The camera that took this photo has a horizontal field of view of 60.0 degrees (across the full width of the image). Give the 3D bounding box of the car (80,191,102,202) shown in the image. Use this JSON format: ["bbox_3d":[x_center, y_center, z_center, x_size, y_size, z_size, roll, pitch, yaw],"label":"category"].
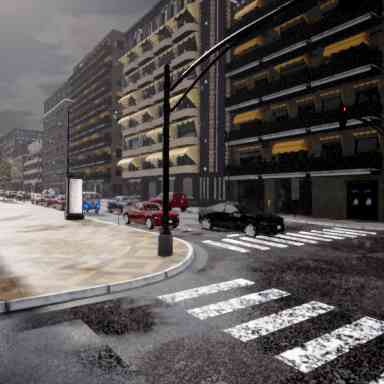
[{"bbox_3d":[-15.672,0.710,51.423,1.967,1.590,4.097,2,0,-36],"label":"car"}]

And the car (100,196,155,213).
[{"bbox_3d":[-5.439,1.099,27.557,2.128,1.511,4.902,1,0,-36],"label":"car"}]

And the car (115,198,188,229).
[{"bbox_3d":[-2.433,1.261,19.061,1.887,1.381,4.507,2,0,-36],"label":"car"}]

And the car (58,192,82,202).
[{"bbox_3d":[-18.890,0.763,51.413,2.033,1.411,5.357,1,0,-36],"label":"car"}]

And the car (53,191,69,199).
[{"bbox_3d":[-25.779,0.529,65.268,1.752,1.417,4.829,2,0,-36],"label":"car"}]

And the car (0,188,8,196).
[{"bbox_3d":[-42.440,-0.022,73.893,2.192,1.841,5.009,2,0,-36],"label":"car"}]

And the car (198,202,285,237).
[{"bbox_3d":[2.410,1.295,17.179,1.882,1.535,5.008,1,1,-40],"label":"car"}]

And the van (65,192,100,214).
[{"bbox_3d":[-9.095,0.881,28.200,1.690,1.788,3.998,2,0,-36],"label":"van"}]

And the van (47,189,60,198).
[{"bbox_3d":[-29.007,0.260,69.700,1.690,1.788,3.998,2,0,-36],"label":"van"}]

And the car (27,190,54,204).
[{"bbox_3d":[-19.004,0.805,41.771,1.752,1.417,4.829,2,0,-36],"label":"car"}]

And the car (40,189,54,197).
[{"bbox_3d":[-32.345,0.272,74.270,1.967,1.590,4.097,2,0,-36],"label":"car"}]

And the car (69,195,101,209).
[{"bbox_3d":[-11.639,1.044,36.063,1.895,1.301,4.718,1,0,-36],"label":"car"}]

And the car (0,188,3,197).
[{"bbox_3d":[-39.112,0.301,69.323,2.008,1.369,4.403,2,0,-36],"label":"car"}]

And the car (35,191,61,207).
[{"bbox_3d":[-15.770,0.909,37.338,1.887,1.381,4.507,2,0,-36],"label":"car"}]

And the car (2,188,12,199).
[{"bbox_3d":[-32.443,0.470,60.185,1.887,1.381,4.507,2,0,-36],"label":"car"}]

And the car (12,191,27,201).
[{"bbox_3d":[-25.771,0.541,51.046,1.967,1.590,4.097,2,0,-36],"label":"car"}]

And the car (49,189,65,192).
[{"bbox_3d":[-17.706,0.635,44.445,2.097,1.767,4.553,1,0,-36],"label":"car"}]

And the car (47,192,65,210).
[{"bbox_3d":[-12.436,0.997,32.769,1.887,1.381,4.507,2,0,-36],"label":"car"}]

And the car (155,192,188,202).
[{"bbox_3d":[-2.330,0.936,33.146,2.192,1.841,5.009,2,0,-36],"label":"car"}]
